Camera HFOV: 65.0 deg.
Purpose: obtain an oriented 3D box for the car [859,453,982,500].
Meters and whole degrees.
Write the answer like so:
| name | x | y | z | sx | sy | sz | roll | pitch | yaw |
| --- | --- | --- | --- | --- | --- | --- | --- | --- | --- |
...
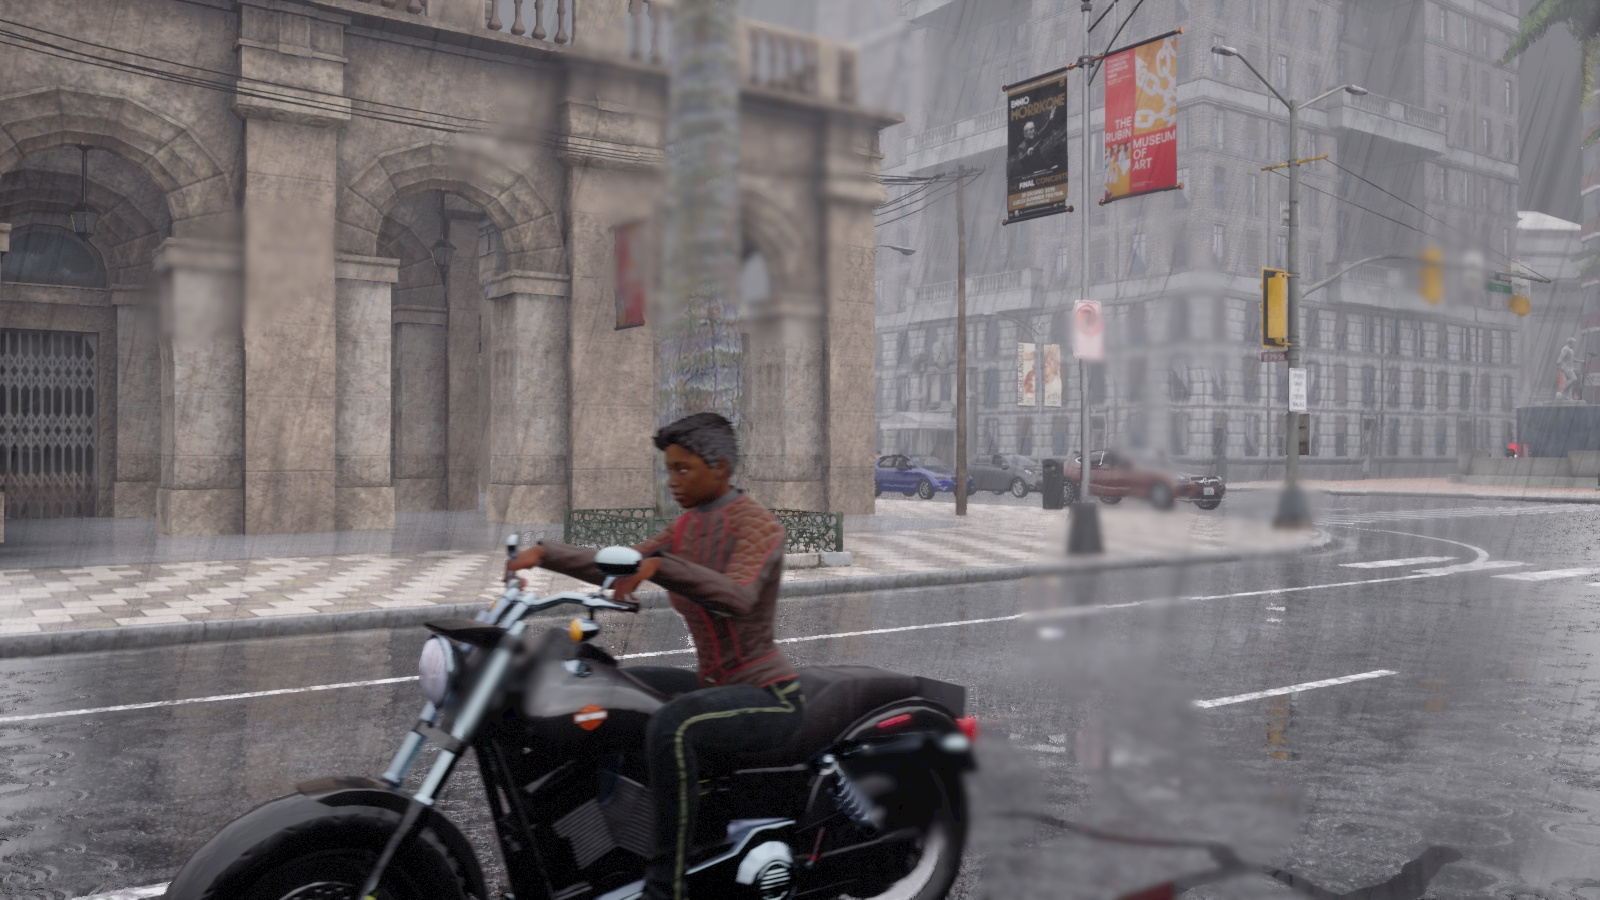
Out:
| name | x | y | z | sx | sy | sz | roll | pitch | yaw |
| --- | --- | --- | --- | --- | --- | --- | --- | --- | --- |
| car | 3.948 | 0.852 | 41.834 | 1.816 | 1.474 | 4.193 | 0 | 0 | -34 |

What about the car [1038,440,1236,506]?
| name | x | y | z | sx | sy | sz | roll | pitch | yaw |
| --- | --- | --- | --- | --- | --- | --- | --- | --- | --- |
| car | 9.144 | 0.588 | 34.468 | 2.152 | 1.651 | 5.027 | 0 | 0 | -35 |

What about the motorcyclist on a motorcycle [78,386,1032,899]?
| name | x | y | z | sx | sy | sz | roll | pitch | yaw |
| --- | --- | --- | --- | --- | --- | --- | --- | --- | --- |
| motorcyclist on a motorcycle | -0.509 | 0.704 | 3.305 | 2.350 | 1.649 | 0.766 | 0 | 0 | -35 |

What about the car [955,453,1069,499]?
| name | x | y | z | sx | sy | sz | roll | pitch | yaw |
| --- | --- | --- | --- | --- | --- | --- | --- | --- | --- |
| car | 7.234 | 0.849 | 43.140 | 1.845 | 1.501 | 3.633 | 0 | 0 | -35 |
